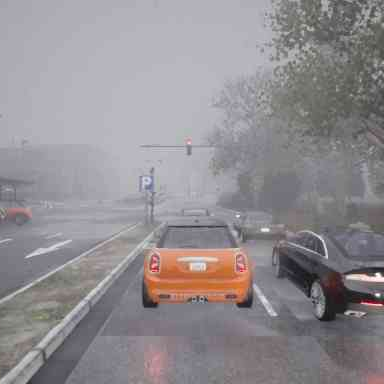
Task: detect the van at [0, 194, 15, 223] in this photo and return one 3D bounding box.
[{"bbox_3d":[-13.622,1.296,20.240,4.442,1.987,1.878,-1,0,-20],"label":"van"}]

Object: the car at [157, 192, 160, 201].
[{"bbox_3d":[-10.081,1.320,72.982,4.892,1.521,2.231,-1,0,-14],"label":"car"}]

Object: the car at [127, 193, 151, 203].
[{"bbox_3d":[-10.769,1.195,66.970,4.553,1.767,2.185,-1,0,-14],"label":"car"}]

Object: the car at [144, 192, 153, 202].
[{"bbox_3d":[-10.860,1.314,64.018,5.366,1.575,1.946,-1,0,-15],"label":"car"}]

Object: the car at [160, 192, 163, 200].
[{"bbox_3d":[-9.711,1.358,75.978,4.674,1.452,2.002,-1,0,-13],"label":"car"}]

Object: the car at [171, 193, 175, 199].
[{"bbox_3d":[-8.085,1.064,87.969,5.566,2.045,2.435,-1,0,-12],"label":"car"}]

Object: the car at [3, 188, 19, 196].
[{"bbox_3d":[-28.214,0.136,51.878,2.002,1.452,4.674,6,-3,-19],"label":"car"}]

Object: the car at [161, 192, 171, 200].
[{"bbox_3d":[-8.532,1.356,84.963,4.674,1.452,2.002,-1,0,-12],"label":"car"}]

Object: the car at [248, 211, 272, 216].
[{"bbox_3d":[3.145,1.587,16.157,1.994,1.385,4.181,0,0,1],"label":"car"}]

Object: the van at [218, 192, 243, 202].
[{"bbox_3d":[7.224,1.041,63.638,4.442,1.987,1.878,1,0,-14],"label":"van"}]

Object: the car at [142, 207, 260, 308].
[{"bbox_3d":[0.104,1.363,8.121,2.097,1.767,4.553,0,0,0],"label":"car"}]

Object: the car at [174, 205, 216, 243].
[{"bbox_3d":[0.154,1.531,17.207,1.837,1.490,4.892,0,0,1],"label":"car"}]

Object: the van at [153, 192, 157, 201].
[{"bbox_3d":[-10.306,1.092,70.011,4.442,1.987,1.878,-1,0,-14],"label":"van"}]

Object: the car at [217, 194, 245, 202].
[{"bbox_3d":[8.138,1.262,69.602,5.366,1.575,1.946,1,0,-13],"label":"car"}]

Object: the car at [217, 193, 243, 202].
[{"bbox_3d":[7.604,1.140,66.608,4.553,1.767,2.185,1,0,-14],"label":"car"}]

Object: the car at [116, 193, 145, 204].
[{"bbox_3d":[-11.502,1.357,61.026,4.792,1.488,2.163,-1,0,-15],"label":"car"}]

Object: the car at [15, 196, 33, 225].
[{"bbox_3d":[-13.649,1.402,23.217,4.553,1.767,2.185,-1,0,-19],"label":"car"}]

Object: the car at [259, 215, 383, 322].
[{"bbox_3d":[3.102,1.501,7.245,2.128,1.511,4.902,0,0,0],"label":"car"}]
